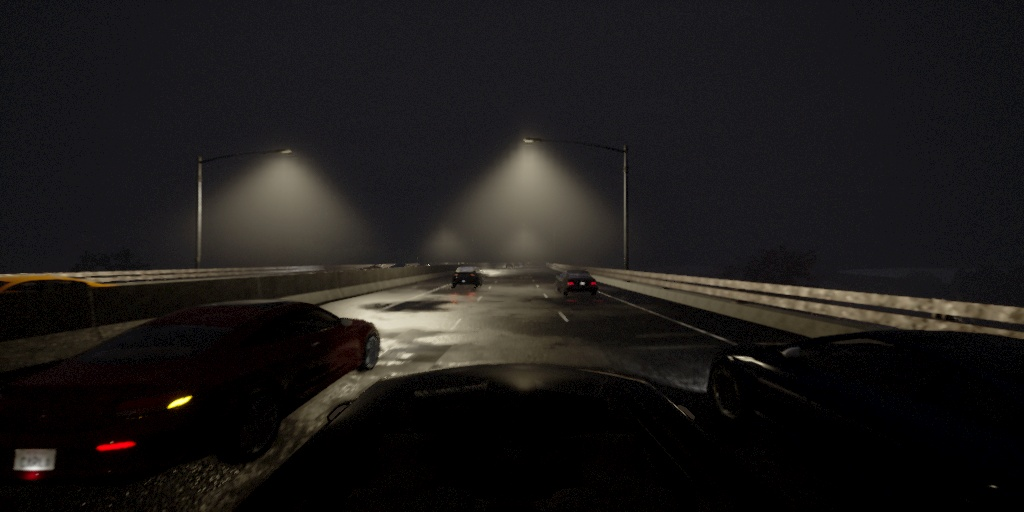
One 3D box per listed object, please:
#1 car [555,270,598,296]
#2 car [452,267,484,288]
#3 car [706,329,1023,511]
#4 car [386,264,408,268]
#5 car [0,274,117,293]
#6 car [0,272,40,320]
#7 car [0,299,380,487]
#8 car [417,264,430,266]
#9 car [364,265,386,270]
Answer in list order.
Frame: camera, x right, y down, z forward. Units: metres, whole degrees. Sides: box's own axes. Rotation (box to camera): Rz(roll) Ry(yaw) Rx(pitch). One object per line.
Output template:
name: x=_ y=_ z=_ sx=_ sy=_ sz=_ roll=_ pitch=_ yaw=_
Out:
car: x=3.724 y=1.519 z=21.339 sx=2.033 sy=1.411 sz=5.357 roll=0 pitch=-1 yaw=1
car: x=-3.205 y=1.520 z=26.467 sx=2.128 sy=1.511 sz=4.902 roll=0 pitch=-1 yaw=1
car: x=3.605 y=1.331 z=3.145 sx=1.994 sy=1.385 sz=4.181 roll=0 pitch=-1 yaw=0
car: x=-16.744 y=1.892 z=53.709 sx=1.812 sy=1.442 sz=4.674 roll=0 pitch=-1 yaw=2
car: x=-14.069 y=1.310 z=10.053 sx=1.882 sy=1.535 sz=5.008 roll=0 pitch=-1 yaw=0
car: x=-17.568 y=1.308 z=10.116 sx=1.882 sy=1.535 sz=5.008 roll=0 pitch=-1 yaw=0
car: x=-3.390 y=1.308 z=4.859 sx=1.812 sy=1.442 sz=4.674 roll=0 pitch=-1 yaw=0
car: x=-13.250 y=1.913 z=53.473 sx=2.033 sy=1.411 sz=5.357 roll=0 pitch=-1 yaw=2
car: x=-20.244 y=1.962 z=53.568 sx=1.895 sy=1.301 sz=4.718 roll=0 pitch=-1 yaw=2
